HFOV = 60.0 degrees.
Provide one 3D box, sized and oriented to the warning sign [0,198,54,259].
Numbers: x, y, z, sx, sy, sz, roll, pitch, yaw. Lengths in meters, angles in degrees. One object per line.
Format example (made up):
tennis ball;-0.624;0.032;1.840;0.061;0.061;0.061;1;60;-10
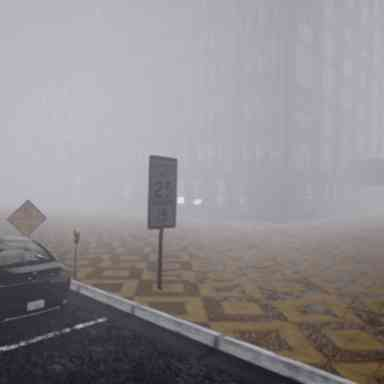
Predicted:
warning sign;-5.546;1.172;11.166;1.060;1.860;1.300;1;-1;42

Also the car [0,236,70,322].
car;-4.133;1.574;6.826;4.403;1.369;2.008;0;-1;42
